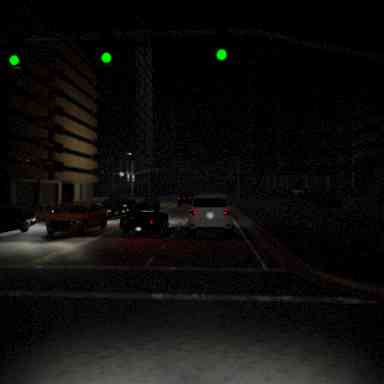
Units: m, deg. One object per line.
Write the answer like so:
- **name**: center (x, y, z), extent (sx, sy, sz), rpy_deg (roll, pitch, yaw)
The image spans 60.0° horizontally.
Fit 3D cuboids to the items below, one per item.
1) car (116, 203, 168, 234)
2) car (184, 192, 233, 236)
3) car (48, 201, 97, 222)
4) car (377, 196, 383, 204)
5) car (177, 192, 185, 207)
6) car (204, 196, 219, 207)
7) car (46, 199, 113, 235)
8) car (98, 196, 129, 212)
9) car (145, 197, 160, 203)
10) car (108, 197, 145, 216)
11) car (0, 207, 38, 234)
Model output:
- **car**: center (-2.470, 1.495, 18.469), extent (1.895, 1.301, 4.718), rpy_deg (0, 0, 4)
- **car**: center (1.000, 1.120, 17.890), extent (2.150, 2.045, 5.566), rpy_deg (0, 0, 4)
- **car**: center (-9.194, 1.451, 26.110), extent (1.895, 1.301, 4.718), rpy_deg (0, 0, 4)
- **car**: center (28.381, 1.130, 47.970), extent (1.970, 1.475, 3.806), rpy_deg (0, 0, 4)
- **car**: center (-0.796, 0.959, 46.555), extent (2.150, 2.045, 5.566), rpy_deg (0, 0, 4)
- **car**: center (2.775, 1.296, 47.537), extent (1.994, 1.385, 4.181), rpy_deg (0, 0, 4)
- **car**: center (-6.183, 1.372, 18.395), extent (1.882, 1.535, 5.008), rpy_deg (0, 0, 4)
- **car**: center (-8.474, 1.269, 36.571), extent (1.882, 1.535, 5.008), rpy_deg (0, 0, 4)
- **car**: center (-4.845, 1.330, 38.232), extent (2.033, 1.411, 5.357), rpy_deg (0, 0, 4)
- **car**: center (-5.585, 1.347, 27.648), extent (1.837, 1.490, 4.892), rpy_deg (0, 0, 4)
- **car**: center (-9.811, 1.451, 16.538), extent (2.033, 1.411, 5.357), rpy_deg (0, 0, 4)
